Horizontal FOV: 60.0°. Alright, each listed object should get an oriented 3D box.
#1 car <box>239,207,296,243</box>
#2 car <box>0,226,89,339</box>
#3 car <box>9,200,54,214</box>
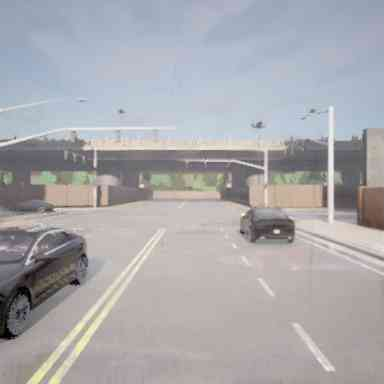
[{"bbox_3d":[3.501,1.475,16.182,1.882,1.535,5.008,0,0,0],"label":"car"},{"bbox_3d":[-3.563,1.492,6.641,2.128,1.511,4.902,0,0,0],"label":"car"},{"bbox_3d":[-16.546,1.503,34.372,4.181,1.385,1.994,0,0,3],"label":"car"}]
